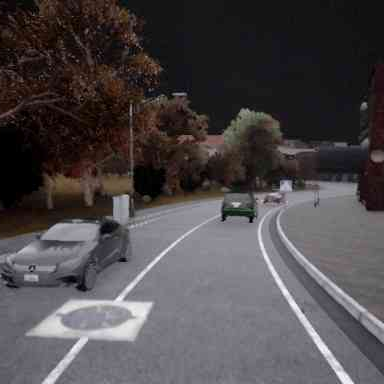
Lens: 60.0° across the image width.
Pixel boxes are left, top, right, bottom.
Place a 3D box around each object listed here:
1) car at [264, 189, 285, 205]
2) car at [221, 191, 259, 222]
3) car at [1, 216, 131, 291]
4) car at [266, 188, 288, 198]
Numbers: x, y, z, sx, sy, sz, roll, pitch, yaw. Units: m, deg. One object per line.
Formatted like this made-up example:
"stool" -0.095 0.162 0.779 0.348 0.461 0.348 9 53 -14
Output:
"car" 10.196 0.729 40.986 1.812 1.442 4.674 3 3 26
"car" 3.515 0.923 23.856 2.150 2.045 5.566 2 2 15
"car" -2.967 1.430 8.959 1.812 1.442 4.674 1 1 6
"car" 13.914 0.159 54.360 1.994 1.385 4.181 4 4 35
